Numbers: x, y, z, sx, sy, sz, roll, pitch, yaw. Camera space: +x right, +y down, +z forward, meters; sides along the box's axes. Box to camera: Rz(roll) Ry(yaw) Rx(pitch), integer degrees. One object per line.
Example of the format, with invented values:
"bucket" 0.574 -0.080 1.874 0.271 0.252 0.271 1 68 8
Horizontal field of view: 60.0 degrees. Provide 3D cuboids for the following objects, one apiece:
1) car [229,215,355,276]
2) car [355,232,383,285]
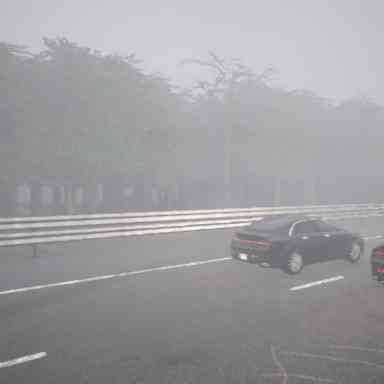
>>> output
"car" 3.381 1.482 10.342 4.892 1.490 1.837 0 0 -34
"car" 6.261 1.490 8.062 4.892 1.490 1.837 0 0 -34
